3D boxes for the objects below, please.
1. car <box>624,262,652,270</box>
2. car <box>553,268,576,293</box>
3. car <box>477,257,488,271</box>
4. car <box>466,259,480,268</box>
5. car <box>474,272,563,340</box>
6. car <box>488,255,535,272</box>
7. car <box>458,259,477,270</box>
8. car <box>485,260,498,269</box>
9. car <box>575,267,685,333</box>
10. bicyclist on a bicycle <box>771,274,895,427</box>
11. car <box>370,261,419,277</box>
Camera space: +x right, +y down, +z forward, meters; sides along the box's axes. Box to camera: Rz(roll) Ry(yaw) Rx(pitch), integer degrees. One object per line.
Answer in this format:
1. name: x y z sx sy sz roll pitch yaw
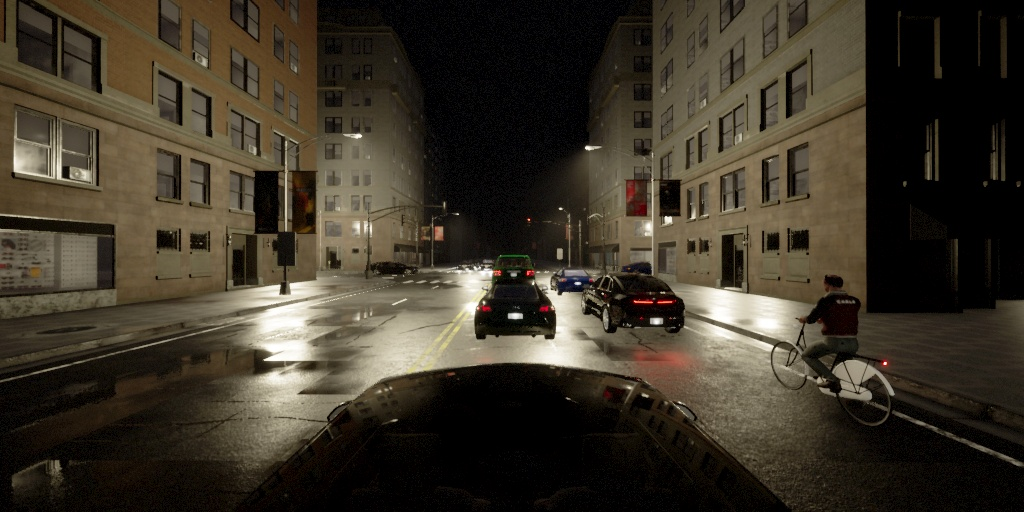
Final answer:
1. car: 13.059 1.318 34.652 4.674 1.442 1.812 0 0 0
2. car: 3.228 1.317 19.589 1.994 1.385 4.181 0 0 0
3. car: -3.397 1.257 50.991 2.128 1.511 4.902 0 0 0
4. car: -6.642 1.273 61.257 1.837 1.490 4.892 0 0 0
5. car: 0.087 1.315 10.027 1.994 1.385 4.181 0 0 0
6. car: 0.079 0.975 19.440 2.150 2.045 5.566 0 0 0
7. car: -6.645 1.292 52.247 1.812 1.442 4.674 0 0 0
8. car: -3.396 1.369 60.255 1.895 1.301 4.718 0 0 0
9. car: 3.336 1.256 10.693 1.837 1.490 4.892 0 0 0
10. bicyclist on a bicycle: 4.140 1.121 4.827 0.659 1.776 1.843 0 0 0
11. car: -11.615 1.252 35.211 4.892 1.490 1.837 0 0 -7
